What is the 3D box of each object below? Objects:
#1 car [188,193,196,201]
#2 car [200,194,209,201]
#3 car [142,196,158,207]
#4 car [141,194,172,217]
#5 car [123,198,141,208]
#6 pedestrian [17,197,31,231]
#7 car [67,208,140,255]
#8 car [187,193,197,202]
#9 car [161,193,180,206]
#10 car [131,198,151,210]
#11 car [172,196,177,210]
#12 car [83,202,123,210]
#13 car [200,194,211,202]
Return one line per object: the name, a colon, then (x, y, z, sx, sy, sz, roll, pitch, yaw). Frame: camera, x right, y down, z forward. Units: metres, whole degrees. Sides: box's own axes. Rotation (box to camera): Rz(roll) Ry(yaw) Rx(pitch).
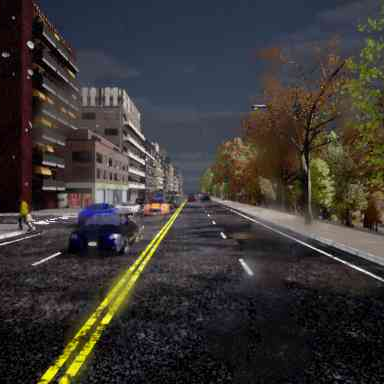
car: (-0.030, 1.164, 84.574, 2.150, 2.045, 5.566, 0, 0, 0)
car: (3.220, 1.294, 84.515, 2.097, 1.767, 4.553, 0, 0, 0)
car: (-6.610, 1.488, 53.027, 1.882, 1.535, 5.008, 0, 0, 0)
car: (-3.371, 1.396, 32.367, 2.097, 1.767, 4.553, 0, 0, 0)
car: (-6.614, 1.656, 34.164, 1.895, 1.301, 4.718, 0, 1, 0)
pedestrian: (-9.038, 1.154, 17.794, 0.375, 1.860, 0.375, 0, 0, 0)
car: (-3.356, 1.564, 13.229, 1.994, 1.385, 4.181, 0, 0, 0)
car: (-0.026, 1.491, 74.127, 1.882, 1.535, 5.008, 0, 0, 0)
car: (-3.359, 1.362, 52.547, 2.097, 1.767, 4.553, 0, 0, 0)
car: (-6.615, 1.511, 43.542, 1.837, 1.490, 4.892, 0, 0, 0)
car: (-3.368, 1.570, 43.462, 1.994, 1.385, 4.181, 0, 0, 0)
car: (-6.621, 1.532, 23.900, 1.882, 1.535, 5.008, 0, 0, 0)
car: (3.224, 1.513, 74.129, 1.837, 1.490, 4.892, 0, 0, 0)
